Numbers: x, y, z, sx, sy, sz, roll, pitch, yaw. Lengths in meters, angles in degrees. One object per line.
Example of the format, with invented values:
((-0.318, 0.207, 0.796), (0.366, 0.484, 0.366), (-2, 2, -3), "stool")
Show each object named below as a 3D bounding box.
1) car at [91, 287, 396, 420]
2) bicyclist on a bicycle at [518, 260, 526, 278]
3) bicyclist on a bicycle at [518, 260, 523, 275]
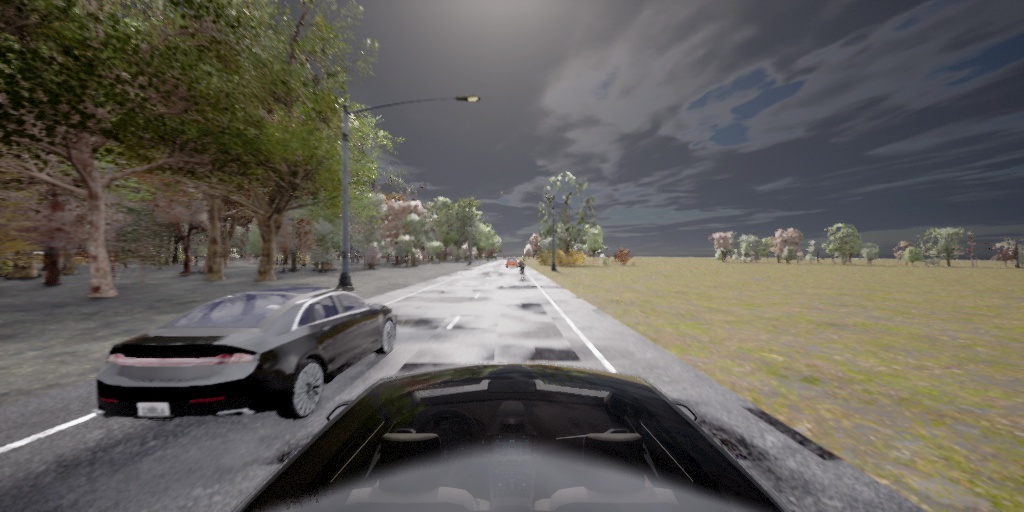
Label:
((-3.405, 1.244, 5.831), (2.128, 1.511, 4.902), (0, 0, 0), "car")
((0.948, 1.222, 31.056), (0.582, 1.620, 1.656), (0, 0, 0), "bicyclist on a bicycle")
((0.943, 1.228, 39.999), (0.582, 1.620, 1.656), (0, 0, 0), "bicyclist on a bicycle")
